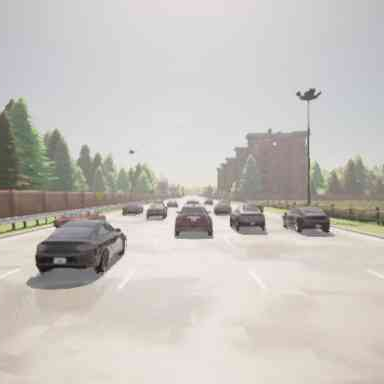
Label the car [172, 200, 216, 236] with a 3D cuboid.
[{"bbox_3d":[0.098,1.542,20.041,2.097,1.767,4.553,0,-1,0],"label":"car"}]

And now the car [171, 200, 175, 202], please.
[{"bbox_3d":[-3.495,2.129,59.751,1.994,1.385,4.181,0,0,0],"label":"car"}]

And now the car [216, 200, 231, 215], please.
[{"bbox_3d":[3.594,1.935,39.232,1.994,1.385,4.181,0,-1,0],"label":"car"}]

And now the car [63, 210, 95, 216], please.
[{"bbox_3d":[-6.903,1.800,21.020,1.895,1.301,4.718,0,-1,0],"label":"car"}]

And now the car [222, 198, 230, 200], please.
[{"bbox_3d":[6.977,2.011,69.486,2.097,1.767,4.553,0,-1,0],"label":"car"}]

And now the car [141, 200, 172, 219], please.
[{"bbox_3d":[-3.405,1.861,33.136,2.033,1.411,5.357,0,-1,0],"label":"car"}]

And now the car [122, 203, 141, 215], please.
[{"bbox_3d":[-6.904,1.936,39.347,1.994,1.385,4.181,0,-1,0],"label":"car"}]

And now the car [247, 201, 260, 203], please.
[{"bbox_3d":[7.094,1.870,38.652,1.837,1.490,4.892,0,-1,0],"label":"car"}]

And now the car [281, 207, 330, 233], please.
[{"bbox_3d":[7.097,1.705,21.113,1.837,1.490,4.892,0,0,0],"label":"car"}]

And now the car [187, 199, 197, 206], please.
[{"bbox_3d":[-0.023,2.181,69.481,2.128,1.511,4.902,0,-1,0],"label":"car"}]

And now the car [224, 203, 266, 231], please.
[{"bbox_3d":[3.596,1.701,22.146,2.128,1.511,4.902,0,-1,0],"label":"car"}]

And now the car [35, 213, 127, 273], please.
[{"bbox_3d":[-3.415,1.629,10.881,1.812,1.442,4.674,0,0,0],"label":"car"}]
